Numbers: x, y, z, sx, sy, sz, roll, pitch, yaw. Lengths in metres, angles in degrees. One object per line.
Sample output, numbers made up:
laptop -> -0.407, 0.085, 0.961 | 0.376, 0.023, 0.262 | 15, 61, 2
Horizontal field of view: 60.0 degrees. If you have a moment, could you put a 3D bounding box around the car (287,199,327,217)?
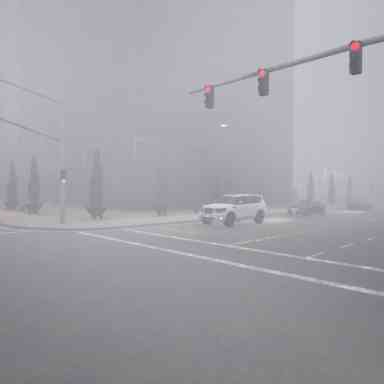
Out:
car -> 10.480, 1.435, 30.222 | 4.902, 1.511, 2.128 | 0, 0, -45

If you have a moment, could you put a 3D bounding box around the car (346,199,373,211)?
car -> 19.856, 1.515, 39.400 | 4.181, 1.385, 1.994 | 0, 0, -44

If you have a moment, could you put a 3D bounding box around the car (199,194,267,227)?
car -> 2.939, 1.159, 22.822 | 5.566, 2.045, 2.150 | 0, 0, -44
